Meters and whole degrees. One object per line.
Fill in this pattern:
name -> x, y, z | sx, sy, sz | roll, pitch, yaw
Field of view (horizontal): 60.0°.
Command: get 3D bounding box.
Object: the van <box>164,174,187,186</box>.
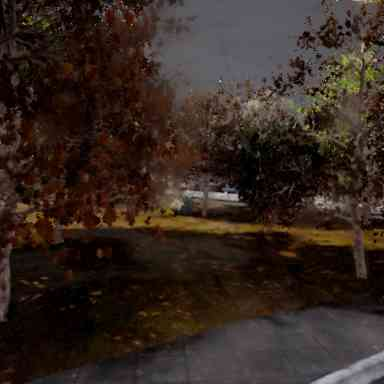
van -> -2.972, -2.156, 61.868 | 1.878, 1.987, 4.442 | 5, 3, 35

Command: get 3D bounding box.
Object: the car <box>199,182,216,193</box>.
car -> 3.121, -0.604, 41.505 | 2.097, 1.535, 5.008 | 5, 3, 35

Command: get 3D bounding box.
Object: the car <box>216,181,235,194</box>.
car -> 5.368, -0.379, 39.890 | 2.163, 1.488, 4.792 | 5, 3, 35

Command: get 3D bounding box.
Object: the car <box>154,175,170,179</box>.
car -> -3.685, -1.189, 46.271 | 2.231, 1.521, 4.892 | 5, 3, 35

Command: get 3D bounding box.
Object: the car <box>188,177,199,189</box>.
car -> 0.878, -1.050, 43.100 | 2.435, 2.045, 5.566 | 5, 3, 35
